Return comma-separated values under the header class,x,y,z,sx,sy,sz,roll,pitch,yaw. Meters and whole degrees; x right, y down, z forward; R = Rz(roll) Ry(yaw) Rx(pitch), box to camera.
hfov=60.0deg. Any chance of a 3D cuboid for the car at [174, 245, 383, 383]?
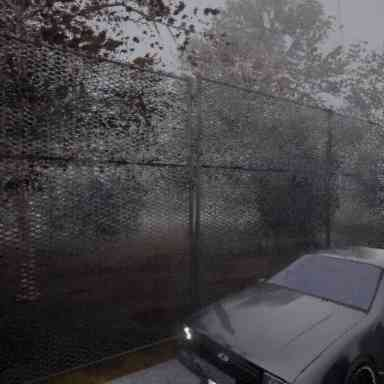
class,x,y,z,sx,sy,sz,roll,pitch,yaw
car,2.418,1.552,4.792,5.357,1.411,2.033,0,0,-35
